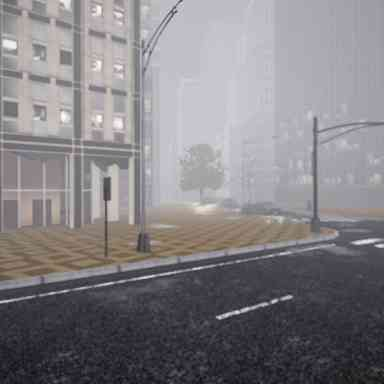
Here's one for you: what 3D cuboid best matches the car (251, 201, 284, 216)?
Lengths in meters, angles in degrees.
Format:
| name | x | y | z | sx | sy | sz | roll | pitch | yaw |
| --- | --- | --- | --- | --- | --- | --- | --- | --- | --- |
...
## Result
| name | x | y | z | sx | sy | sz | roll | pitch | yaw |
| --- | --- | --- | --- | --- | --- | --- | --- | --- | --- |
| car | 7.746 | 1.641 | 34.741 | 2.033 | 1.411 | 5.357 | 0 | 0 | -7 |

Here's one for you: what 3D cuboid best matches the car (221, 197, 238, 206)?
| name | x | y | z | sx | sy | sz | roll | pitch | yaw |
| --- | --- | --- | --- | --- | --- | --- | --- | --- | --- |
| car | 7.101 | 1.753 | 63.558 | 2.128 | 1.511 | 4.902 | 0 | 0 | -7 |

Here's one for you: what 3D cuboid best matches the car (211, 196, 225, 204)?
| name | x | y | z | sx | sy | sz | roll | pitch | yaw |
| --- | --- | --- | --- | --- | --- | --- | --- | --- | --- |
| car | 5.748 | 1.754 | 73.887 | 2.128 | 1.511 | 4.902 | 0 | 0 | -7 |

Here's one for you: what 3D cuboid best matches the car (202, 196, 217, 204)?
| name | x | y | z | sx | sy | sz | roll | pitch | yaw |
| --- | --- | --- | --- | --- | --- | --- | --- | --- | --- |
| car | 3.419 | 1.689 | 68.563 | 2.097 | 1.767 | 4.553 | 0 | 0 | -7 |

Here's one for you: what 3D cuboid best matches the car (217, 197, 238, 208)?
| name | x | y | z | sx | sy | sz | roll | pitch | yaw |
| --- | --- | --- | --- | --- | --- | --- | --- | --- | --- |
| car | 5.652 | 1.669 | 50.869 | 1.882 | 1.535 | 5.008 | 0 | 0 | -7 |
